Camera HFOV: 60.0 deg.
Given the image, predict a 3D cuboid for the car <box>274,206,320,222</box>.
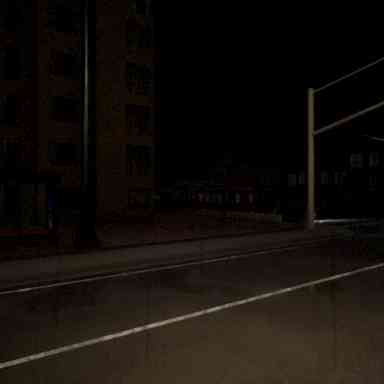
[{"bbox_3d":[9.656,2.024,30.989,1.994,1.385,4.181,0,-4,-36],"label":"car"}]
